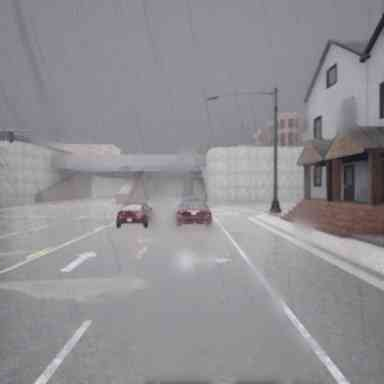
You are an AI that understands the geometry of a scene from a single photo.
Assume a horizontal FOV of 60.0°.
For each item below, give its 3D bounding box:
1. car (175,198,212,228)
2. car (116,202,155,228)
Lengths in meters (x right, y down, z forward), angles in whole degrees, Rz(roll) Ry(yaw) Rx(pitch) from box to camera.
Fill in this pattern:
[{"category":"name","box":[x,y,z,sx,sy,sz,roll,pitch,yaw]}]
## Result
[{"category":"car","box":[0.105,1.174,20.562,2.097,1.767,4.553,0,0,0]},{"category":"car","box":[-3.429,1.348,20.574,1.812,1.442,4.674,0,0,0]}]
